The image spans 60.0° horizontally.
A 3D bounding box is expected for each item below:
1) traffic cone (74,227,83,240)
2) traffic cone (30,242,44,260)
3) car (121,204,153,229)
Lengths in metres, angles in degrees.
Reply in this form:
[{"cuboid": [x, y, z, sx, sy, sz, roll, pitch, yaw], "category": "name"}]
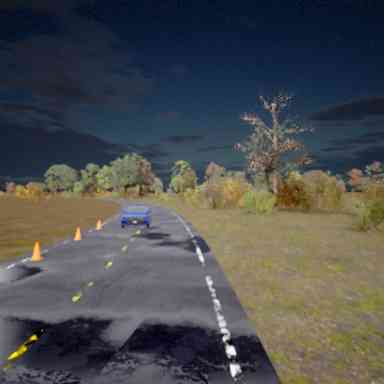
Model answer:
[{"cuboid": [-5.630, 2.050, 16.470, 0.340, 0.580, 0.340, 0, 0, -4], "category": "traffic cone"}, {"cuboid": [-5.368, 2.024, 11.524, 0.340, 0.580, 0.340, 0, 0, -3], "category": "traffic cone"}, {"cuboid": [-3.787, 1.603, 23.135, 1.882, 1.535, 5.008, 0, 0, -6], "category": "car"}]
